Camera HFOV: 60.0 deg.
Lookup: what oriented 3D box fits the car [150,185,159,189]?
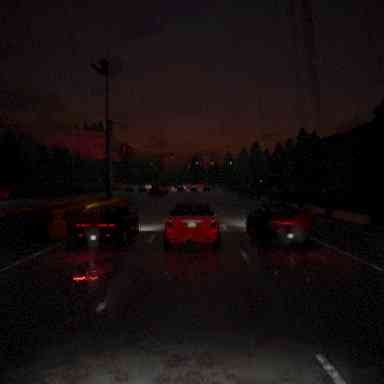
[{"bbox_3d":[-10.083,-0.990,90.119,2.150,2.045,5.566,0,2,0],"label":"car"}]

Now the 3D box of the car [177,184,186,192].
[{"bbox_3d":[-3.073,-0.766,91.973,1.812,1.442,4.674,0,2,0],"label":"car"}]

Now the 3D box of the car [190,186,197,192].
[{"bbox_3d":[0.430,-0.758,92.371,2.128,1.511,4.902,0,2,0],"label":"car"}]

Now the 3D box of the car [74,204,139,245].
[{"bbox_3d":[-3.489,1.287,14.228,1.837,1.490,4.892,0,2,0],"label":"car"}]

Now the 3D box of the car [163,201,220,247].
[{"bbox_3d":[0.008,1.136,13.991,2.097,1.767,4.553,0,1,0],"label":"car"}]

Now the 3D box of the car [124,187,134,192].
[{"bbox_3d":[-17.082,-0.677,90.195,2.033,1.411,5.357,0,2,0],"label":"car"}]

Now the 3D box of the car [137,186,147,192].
[{"bbox_3d":[-13.582,-0.862,90.201,2.097,1.767,4.553,0,2,0],"label":"car"}]

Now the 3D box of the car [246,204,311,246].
[{"bbox_3d":[3.511,1.273,14.188,2.128,1.511,4.902,0,2,0],"label":"car"}]

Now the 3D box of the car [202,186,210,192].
[{"bbox_3d":[3.927,-0.764,91.935,2.128,1.511,4.902,0,2,0],"label":"car"}]
